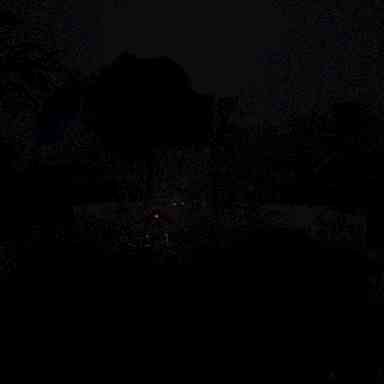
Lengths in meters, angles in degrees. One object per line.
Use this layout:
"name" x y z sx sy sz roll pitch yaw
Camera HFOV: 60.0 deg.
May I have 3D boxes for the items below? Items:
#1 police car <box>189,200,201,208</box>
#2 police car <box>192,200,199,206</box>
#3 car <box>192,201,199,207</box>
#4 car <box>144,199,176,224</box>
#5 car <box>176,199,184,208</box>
"police car" 0.868 2.595 72.673 1.930 1.638 5.238 0 -1 0
"police car" 0.877 2.912 88.678 1.930 1.638 5.238 0 -1 0
"car" 0.874 2.888 82.564 1.812 1.442 4.674 0 -1 0
"car" -2.830 1.627 29.375 2.150 2.045 5.566 0 -1 0
"car" -2.709 2.466 70.579 2.097 1.767 4.553 0 -1 0
